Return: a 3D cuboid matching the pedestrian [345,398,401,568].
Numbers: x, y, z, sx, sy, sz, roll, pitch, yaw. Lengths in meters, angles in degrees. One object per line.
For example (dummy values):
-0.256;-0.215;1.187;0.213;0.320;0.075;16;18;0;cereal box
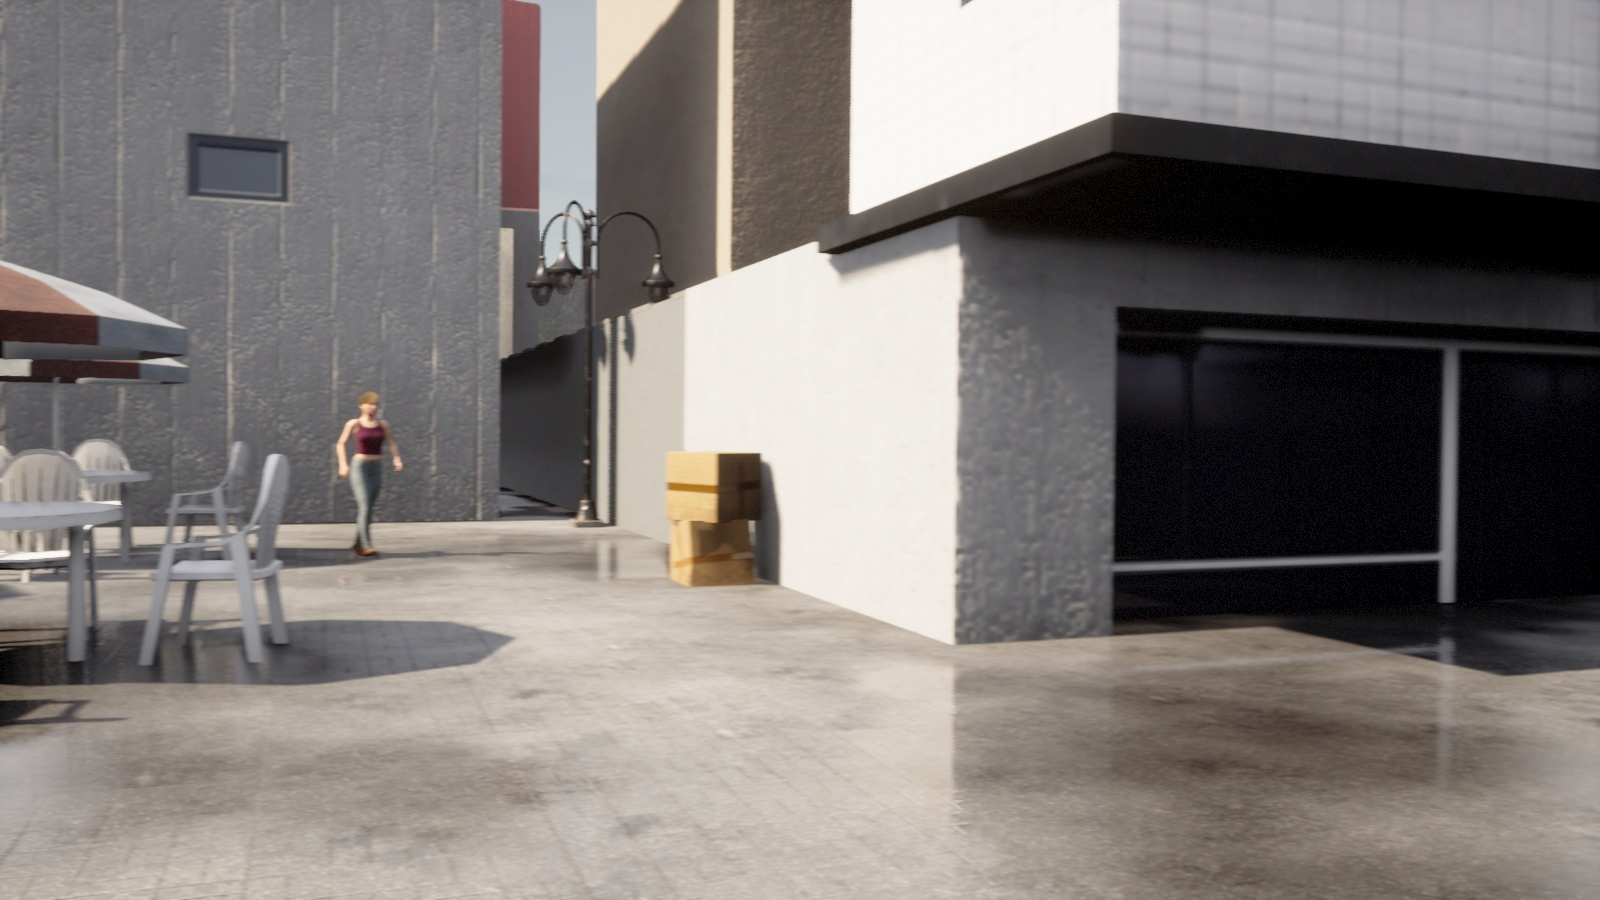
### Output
-4.712;0.354;13.845;0.345;1.836;0.594;-1;1;-43;pedestrian
